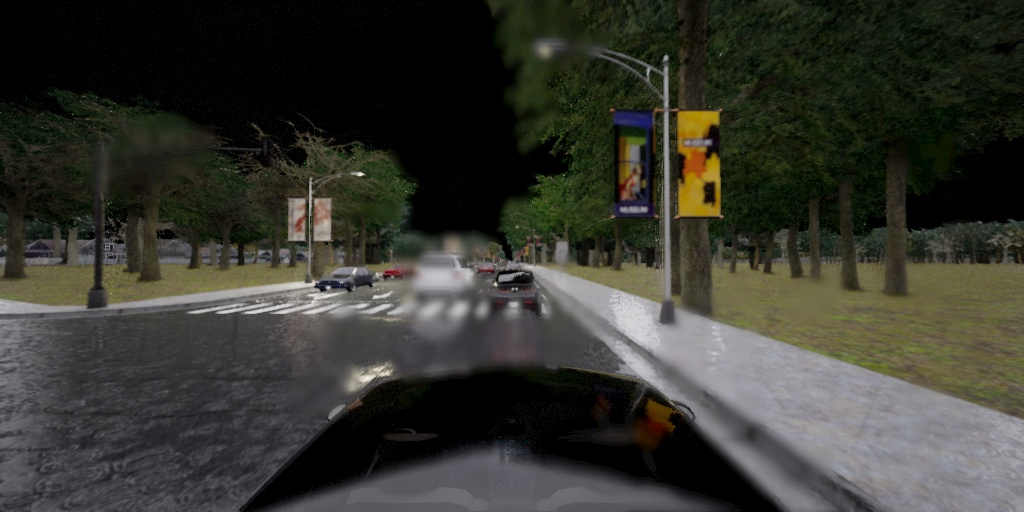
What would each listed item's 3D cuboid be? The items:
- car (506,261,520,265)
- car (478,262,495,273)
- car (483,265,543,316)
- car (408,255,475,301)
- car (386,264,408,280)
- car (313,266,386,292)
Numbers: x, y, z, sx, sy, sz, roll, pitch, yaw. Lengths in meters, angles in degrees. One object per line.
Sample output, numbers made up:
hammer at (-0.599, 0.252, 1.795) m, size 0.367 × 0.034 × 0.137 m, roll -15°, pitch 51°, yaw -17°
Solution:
car at (0.107, 1.370, 37.316) m, size 2.033 × 1.411 × 5.357 m, roll 0°, pitch 0°, yaw 0°
car at (-3.140, 1.419, 44.843) m, size 1.994 × 1.385 × 4.181 m, roll 0°, pitch 0°, yaw 0°
car at (0.103, 1.263, 13.347) m, size 1.837 × 1.490 × 4.892 m, roll 0°, pitch 0°, yaw 0°
car at (-3.146, 0.988, 17.706) m, size 2.150 × 2.045 × 5.566 m, roll 0°, pitch 0°, yaw 0°
car at (-9.834, 1.406, 31.693) m, size 1.895 × 1.301 × 4.718 m, roll 0°, pitch 0°, yaw 0°
car at (-9.842, 1.326, 21.884) m, size 2.033 × 1.411 × 5.357 m, roll 0°, pitch 0°, yaw 0°
